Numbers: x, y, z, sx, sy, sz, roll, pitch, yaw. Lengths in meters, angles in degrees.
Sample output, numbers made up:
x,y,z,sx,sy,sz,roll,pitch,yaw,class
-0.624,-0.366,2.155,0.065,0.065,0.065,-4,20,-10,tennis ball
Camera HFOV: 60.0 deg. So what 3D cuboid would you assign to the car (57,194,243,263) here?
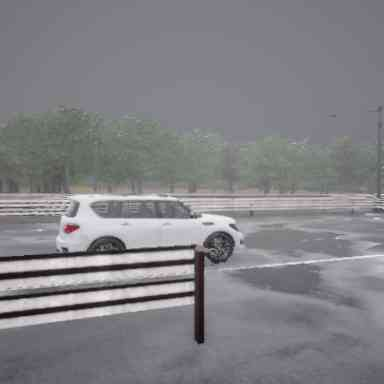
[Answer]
x,y,z,sx,sy,sz,roll,pitch,yaw,class
-1.177,1.094,10.275,5.566,2.045,2.150,0,1,-21,car
